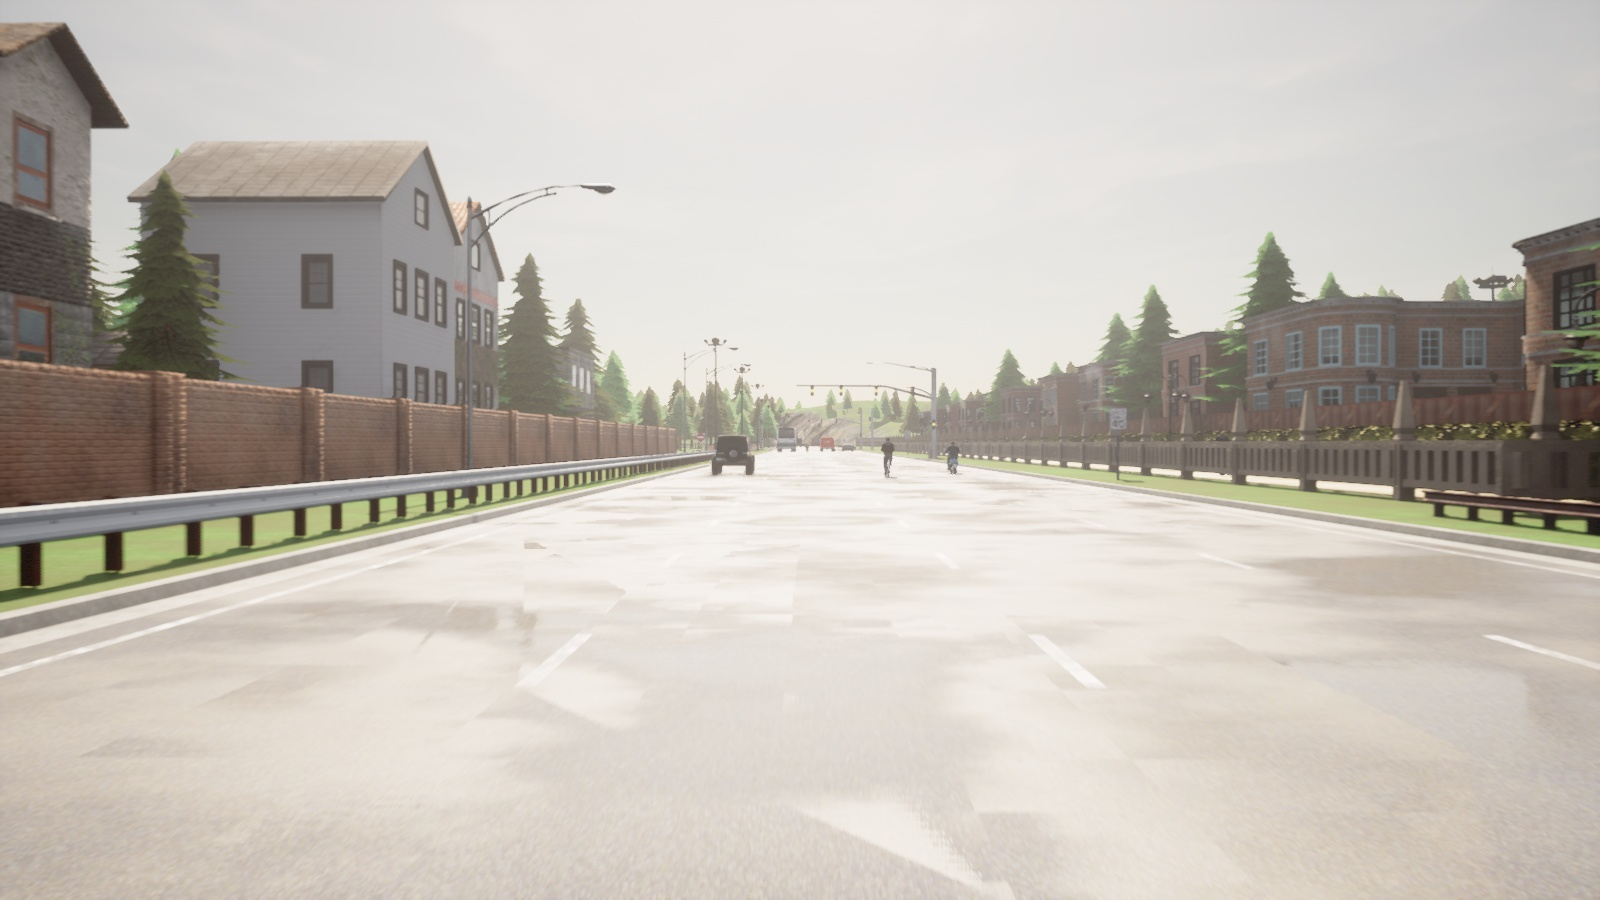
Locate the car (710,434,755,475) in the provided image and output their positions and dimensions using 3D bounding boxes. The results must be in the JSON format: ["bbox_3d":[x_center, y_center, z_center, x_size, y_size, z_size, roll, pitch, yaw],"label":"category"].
[{"bbox_3d":[-3.147,0.206,59.497,1.905,1.878,3.866,0,0,0],"label":"car"}]
